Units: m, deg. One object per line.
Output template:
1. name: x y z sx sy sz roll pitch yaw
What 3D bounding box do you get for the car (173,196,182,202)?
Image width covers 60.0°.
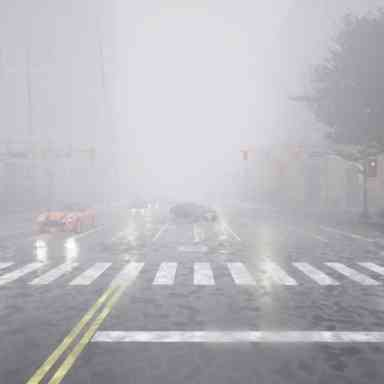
1. car: -3.342 1.552 79.212 1.994 1.385 4.181 0 0 1

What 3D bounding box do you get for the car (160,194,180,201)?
1. car: -3.612 1.547 55.594 2.033 1.411 5.357 0 0 0

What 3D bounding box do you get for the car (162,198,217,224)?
1. car: -0.028 1.491 24.953 2.128 1.511 4.902 0 0 -31

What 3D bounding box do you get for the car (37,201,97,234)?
1. car: -7.107 1.352 19.311 2.097 1.767 4.553 0 0 0

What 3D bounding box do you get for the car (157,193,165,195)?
1. car: -6.889 1.225 74.553 2.150 2.045 5.566 0 0 1

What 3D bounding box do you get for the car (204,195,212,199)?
1. car: 3.651 1.525 78.496 2.128 1.511 4.902 0 0 1

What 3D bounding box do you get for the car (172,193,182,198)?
1. car: -3.450 1.223 69.003 2.150 2.045 5.566 0 0 1

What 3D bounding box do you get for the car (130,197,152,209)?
1. car: -7.112 1.564 45.344 1.994 1.385 4.181 0 0 0

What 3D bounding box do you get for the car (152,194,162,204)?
1. car: -7.068 1.601 62.760 1.895 1.301 4.718 0 0 1
